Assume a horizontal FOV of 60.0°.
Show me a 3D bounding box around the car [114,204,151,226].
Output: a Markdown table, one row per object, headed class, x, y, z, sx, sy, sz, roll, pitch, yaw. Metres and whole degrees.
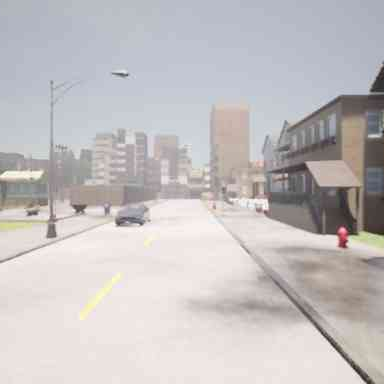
| class | x | y | z | sx | sy | sz | roll | pitch | yaw |
| --- | --- | --- | --- | --- | --- | --- | --- | --- | --- |
| car | -4.059 | 1.534 | 23.641 | 2.033 | 1.411 | 5.357 | 0 | 0 | 0 |
